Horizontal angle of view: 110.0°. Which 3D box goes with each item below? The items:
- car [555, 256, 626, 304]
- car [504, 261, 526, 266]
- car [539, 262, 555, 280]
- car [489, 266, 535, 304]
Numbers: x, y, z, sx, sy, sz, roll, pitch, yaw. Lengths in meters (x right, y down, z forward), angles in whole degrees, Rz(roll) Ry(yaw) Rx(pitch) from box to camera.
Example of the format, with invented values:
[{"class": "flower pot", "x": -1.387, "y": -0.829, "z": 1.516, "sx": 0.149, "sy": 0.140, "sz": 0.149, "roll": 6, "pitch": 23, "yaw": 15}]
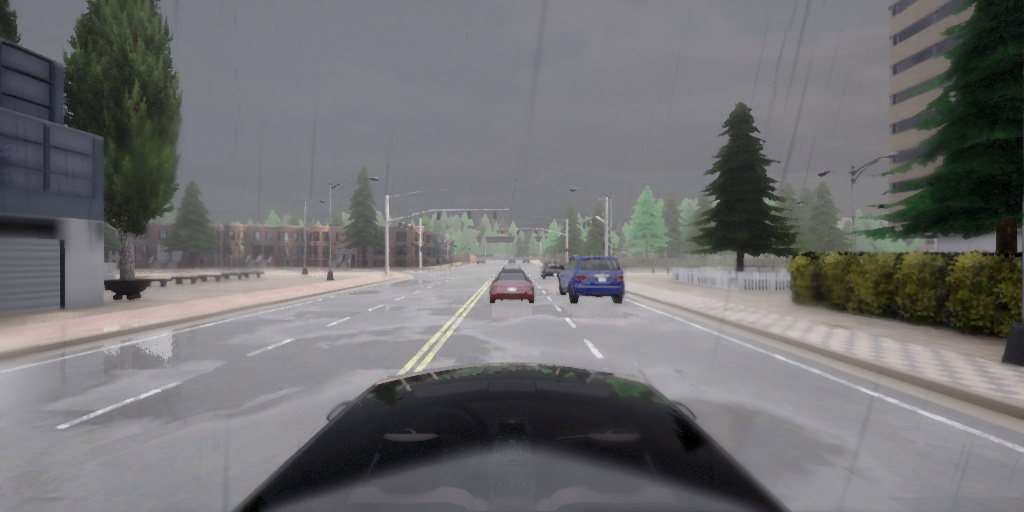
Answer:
[{"class": "car", "x": 3.500, "y": 1.006, "z": 16.530, "sx": 2.150, "sy": 2.045, "sz": 5.566, "roll": 0, "pitch": 0, "yaw": 0}, {"class": "car", "x": 0.000, "y": 1.365, "z": 31.530, "sx": 1.895, "sy": 1.301, "sz": 4.718, "roll": 0, "pitch": 0, "yaw": 0}, {"class": "car", "x": 3.500, "y": 1.265, "z": 31.500, "sx": 1.837, "sy": 1.490, "sz": 4.892, "roll": 0, "pitch": 0, "yaw": 0}, {"class": "car", "x": 0.000, "y": 1.320, "z": 16.500, "sx": 1.994, "sy": 1.385, "sz": 4.181, "roll": 0, "pitch": 0, "yaw": 0}]
